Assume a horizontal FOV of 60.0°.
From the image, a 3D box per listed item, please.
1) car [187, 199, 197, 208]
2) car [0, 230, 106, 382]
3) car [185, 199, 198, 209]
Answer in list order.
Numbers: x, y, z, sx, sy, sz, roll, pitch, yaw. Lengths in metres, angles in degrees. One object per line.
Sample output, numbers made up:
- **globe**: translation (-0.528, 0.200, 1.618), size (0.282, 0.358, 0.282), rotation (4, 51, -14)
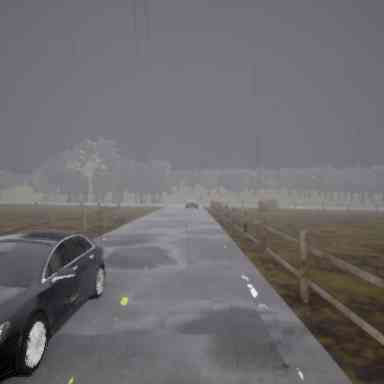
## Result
- **car**: translation (-0.006, 2.033, 60.884), size (1.882, 1.535, 5.008), rotation (0, -1, 0)
- **car**: translation (-2.829, 1.486, 5.605), size (1.837, 1.490, 4.892), rotation (0, 0, 0)
- **car**: translation (-0.005, 1.856, 50.566), size (1.812, 1.442, 4.674), rotation (0, -1, 0)
